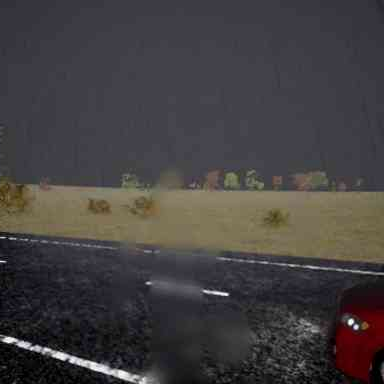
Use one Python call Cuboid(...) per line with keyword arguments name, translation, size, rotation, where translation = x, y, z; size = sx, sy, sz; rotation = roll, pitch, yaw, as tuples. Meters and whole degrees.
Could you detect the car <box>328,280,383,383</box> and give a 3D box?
Cuboid(name="car", translation=(3.767, 1.531, 3.680), size=(4.181, 1.385, 1.994), rotation=(0, 0, 27))
